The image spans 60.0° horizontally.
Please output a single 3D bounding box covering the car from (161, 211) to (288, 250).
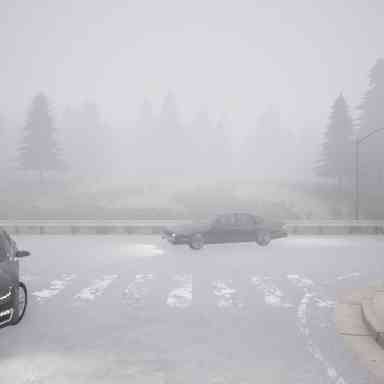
[{"bbox_3d":[1.457,1.547,14.231,5.357,1.411,2.033,0,0,-20],"label":"car"}]

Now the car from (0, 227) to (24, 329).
[{"bbox_3d":[-4.458,1.505,6.589,1.837,1.490,4.892,0,0,-28],"label":"car"}]

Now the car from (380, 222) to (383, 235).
[{"bbox_3d":[11.236,1.492,15.111,4.902,1.511,2.128,0,0,0],"label":"car"}]
